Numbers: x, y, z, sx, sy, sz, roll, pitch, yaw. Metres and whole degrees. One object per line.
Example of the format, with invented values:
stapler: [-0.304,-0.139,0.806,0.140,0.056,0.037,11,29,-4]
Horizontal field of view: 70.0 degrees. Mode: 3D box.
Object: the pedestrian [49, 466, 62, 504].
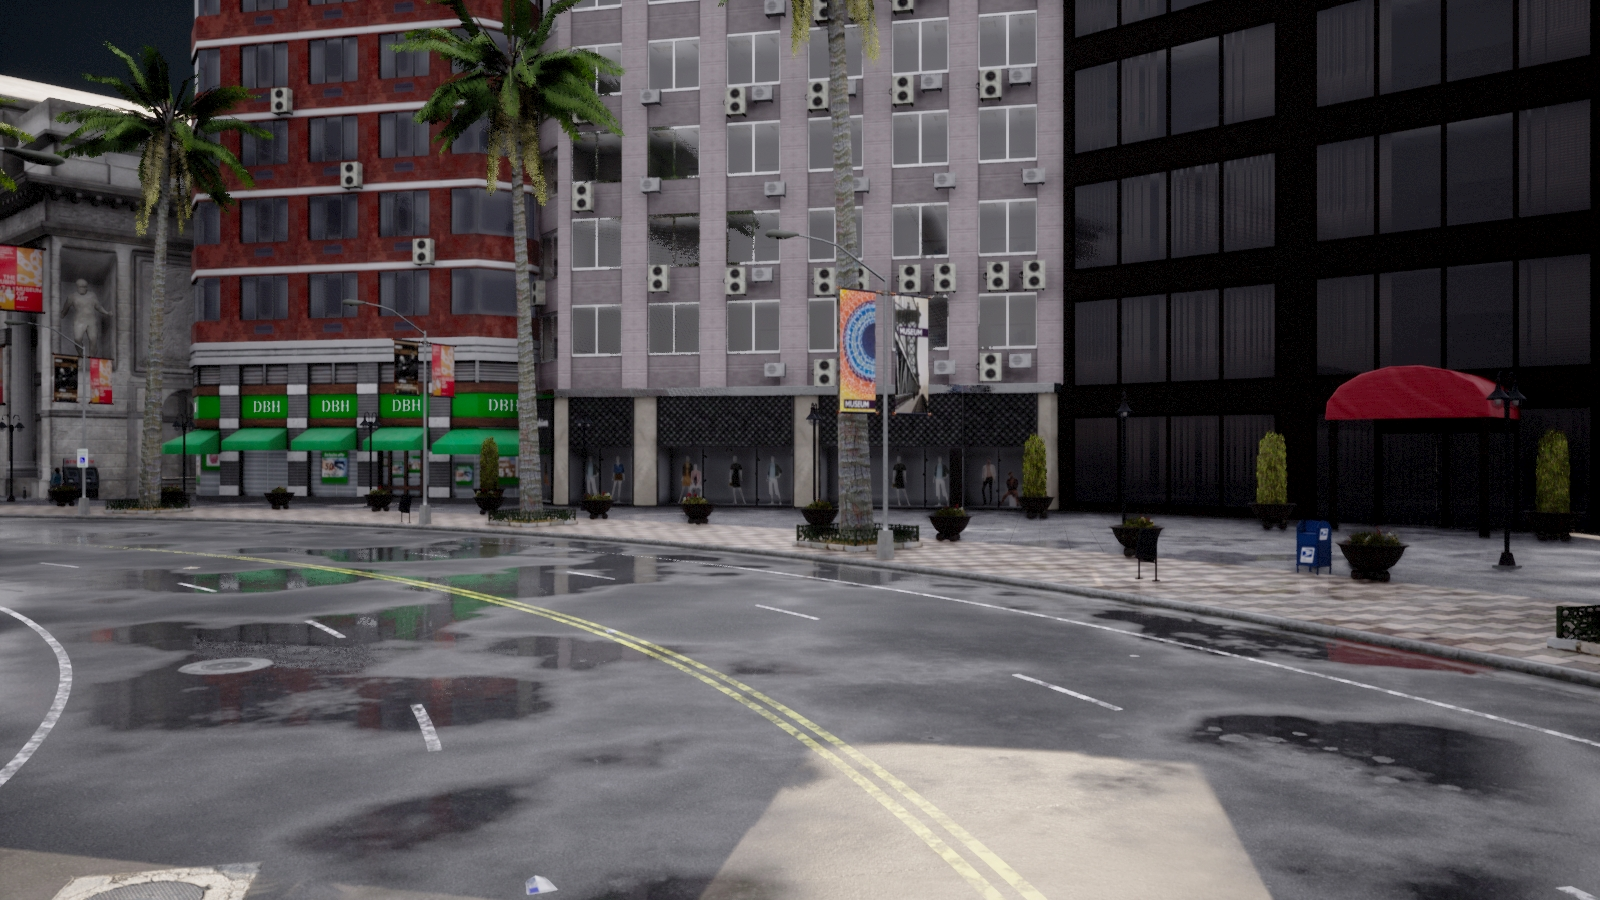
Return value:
pedestrian: [-36.164,1.703,55.518,0.375,1.860,0.375,0,0,12]
